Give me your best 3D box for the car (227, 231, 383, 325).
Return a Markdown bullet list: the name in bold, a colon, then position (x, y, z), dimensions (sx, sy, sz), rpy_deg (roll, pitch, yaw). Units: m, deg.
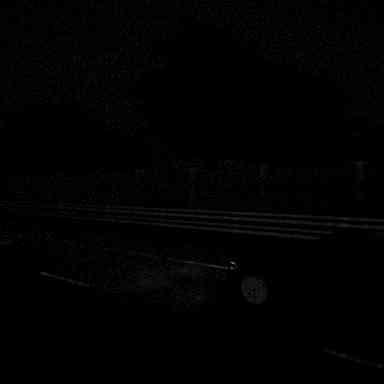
- **car**: position (3.029, 1.468, 6.131), dimensions (5.008, 1.535, 1.882), rpy_deg (1, 0, 36)
